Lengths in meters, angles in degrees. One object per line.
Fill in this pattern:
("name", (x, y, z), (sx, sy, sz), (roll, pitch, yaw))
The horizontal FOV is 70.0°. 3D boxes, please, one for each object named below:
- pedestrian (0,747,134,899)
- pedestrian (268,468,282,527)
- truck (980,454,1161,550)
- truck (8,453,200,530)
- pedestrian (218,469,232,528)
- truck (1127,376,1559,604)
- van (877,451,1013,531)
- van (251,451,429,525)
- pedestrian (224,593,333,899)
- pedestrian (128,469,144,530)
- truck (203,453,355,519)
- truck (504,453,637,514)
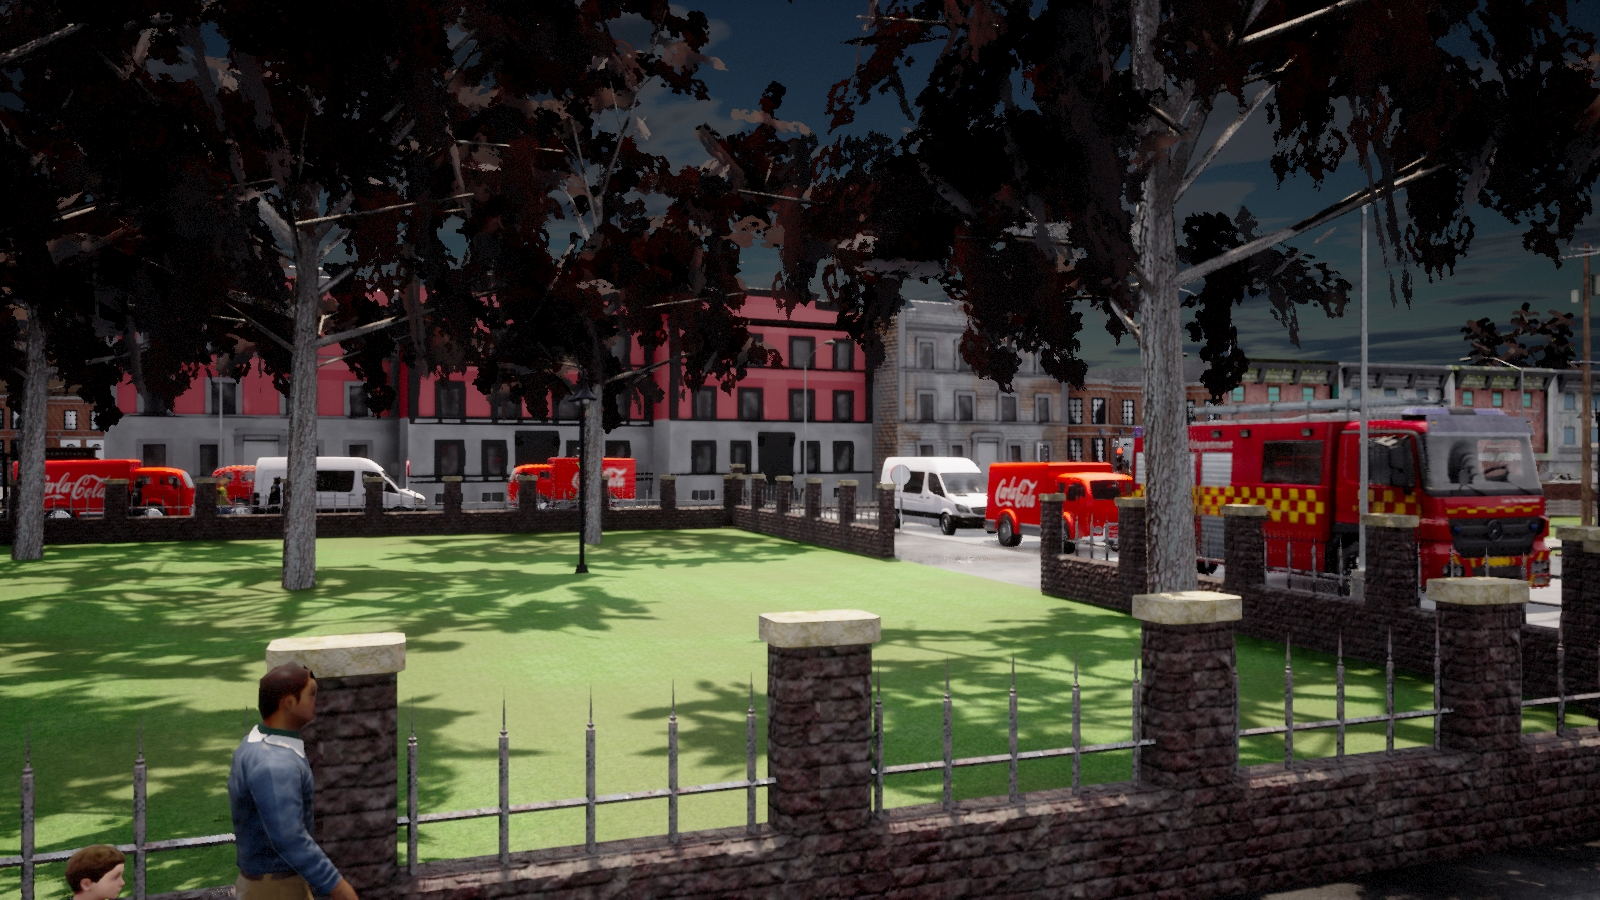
("pedestrian", (-2.698, 1.806, 4.204), (0.375, 1.300, 0.375), (0, 0, -22))
("pedestrian", (-16.793, 1.526, 36.557), (0.375, 1.860, 0.375), (0, 0, -19))
("truck", (7.490, 1.355, 32.322), (2.627, 2.467, 5.204), (0, 0, -19))
("truck", (-23.676, 1.346, 39.175), (5.204, 2.467, 2.627), (0, 0, -20))
("pedestrian", (-18.151, 1.523, 36.075), (0.375, 1.860, 0.375), (0, 0, -20))
("truck", (10.567, 0.675, 23.613), (2.891, 3.827, 8.468), (0, 0, -20))
("van", (4.896, 1.318, 39.729), (1.988, 2.561, 5.915), (0, 0, -23))
("van", (-16.686, 1.314, 41.720), (5.915, 2.561, 1.988), (0, 0, -20))
("pedestrian", (-2.062, 1.526, 4.515), (0.375, 1.860, 0.375), (0, 0, -26))
("pedestrian", (-20.475, 1.524, 35.246), (0.375, 1.860, 0.375), (0, 0, -19))
("truck", (-20.227, 1.347, 44.678), (5.204, 2.467, 2.627), (0, 0, -20))
("truck", (-9.743, 1.350, 48.470), (5.204, 2.467, 2.627), (0, 0, -20))
